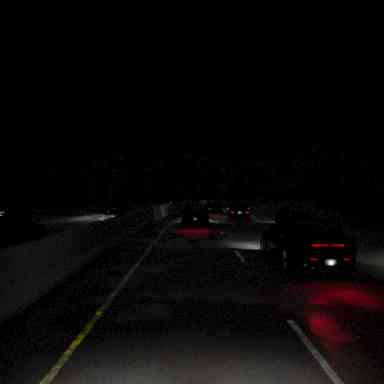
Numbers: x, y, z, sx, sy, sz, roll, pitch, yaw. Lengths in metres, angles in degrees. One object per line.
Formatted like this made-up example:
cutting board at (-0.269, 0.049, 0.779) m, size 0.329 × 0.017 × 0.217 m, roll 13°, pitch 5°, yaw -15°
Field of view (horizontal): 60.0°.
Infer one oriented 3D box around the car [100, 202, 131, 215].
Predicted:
car at (-8.808, 1.871, 38.634) m, size 1.895 × 1.301 × 4.718 m, roll 0°, pitch 0°, yaw 10°

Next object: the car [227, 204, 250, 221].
car at (4.157, 1.755, 29.556) m, size 2.033 × 1.411 × 5.357 m, roll 0°, pitch 0°, yaw 6°

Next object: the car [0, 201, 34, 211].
car at (-13.797, 1.526, 24.941) m, size 2.097 × 1.767 × 4.553 m, roll 0°, pitch 0°, yaw 3°

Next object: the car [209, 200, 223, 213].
car at (2.741, 1.782, 41.541) m, size 2.128 × 1.511 × 4.902 m, roll 0°, pitch -1°, yaw 13°

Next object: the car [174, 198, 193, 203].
car at (-0.791, 1.909, 54.832) m, size 1.812 × 1.442 × 4.674 m, roll 0°, pitch 0°, yaw 20°

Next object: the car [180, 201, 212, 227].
car at (0.320, 1.650, 24.542) m, size 1.882 × 1.535 × 5.008 m, roll 0°, pitch 0°, yaw 3°

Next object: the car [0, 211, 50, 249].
car at (-7.099, 1.632, 12.118) m, size 2.033 × 1.411 × 5.357 m, roll 0°, pitch 0°, yaw 0°

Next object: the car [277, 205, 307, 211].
car at (7.277, 1.695, 24.006) m, size 1.812 × 1.442 × 4.674 m, roll 0°, pitch 0°, yaw 2°

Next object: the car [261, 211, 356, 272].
car at (3.596, 1.583, 11.021) m, size 1.837 × 1.490 × 4.892 m, roll 0°, pitch 0°, yaw 0°

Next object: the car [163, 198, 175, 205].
car at (-3.874, 1.956, 65.753) m, size 1.837 × 1.490 × 4.892 m, roll -1°, pitch -1°, yaw 25°
